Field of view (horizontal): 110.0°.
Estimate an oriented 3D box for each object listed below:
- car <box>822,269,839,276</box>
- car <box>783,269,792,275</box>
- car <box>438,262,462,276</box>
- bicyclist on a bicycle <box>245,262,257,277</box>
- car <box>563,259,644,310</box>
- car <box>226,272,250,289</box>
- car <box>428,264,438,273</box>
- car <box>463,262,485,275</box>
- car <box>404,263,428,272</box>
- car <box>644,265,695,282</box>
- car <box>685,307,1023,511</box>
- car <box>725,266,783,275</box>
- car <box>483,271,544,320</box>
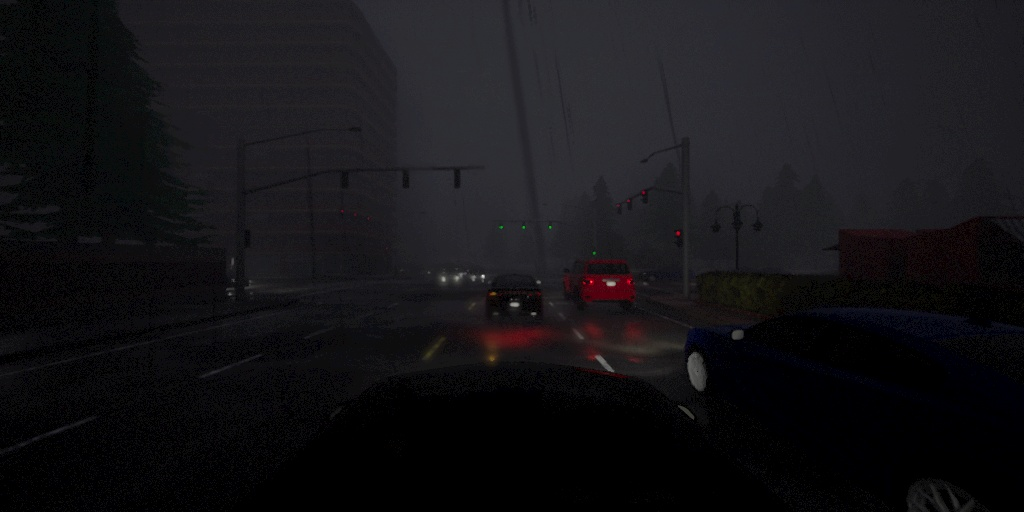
[{"bbox_3d":[29.044,1.626,30.458,4.902,1.511,2.128,0,-1,1],"label":"car"},{"bbox_3d":[23.879,1.699,33.996,4.674,1.442,1.812,0,-1,1],"label":"car"},{"bbox_3d":[-7.905,1.596,45.544,2.097,1.767,4.553,0,-1,-13],"label":"car"},{"bbox_3d":[-28.614,1.527,39.323,0.582,1.620,1.656,0,0,1],"label":"bicyclist on a bicycle"},{"bbox_3d":[3.630,1.134,15.809,2.150,2.045,5.566,0,0,0],"label":"car"},{"bbox_3d":[-20.193,1.529,23.752,5.008,1.535,1.882,0,-1,1],"label":"car"},{"bbox_3d":[-10.706,1.894,54.590,2.033,1.411,5.357,0,-1,-27],"label":"car"},{"bbox_3d":[-5.004,1.849,49.135,1.994,1.385,4.181,0,-1,-18],"label":"car"},{"bbox_3d":[-16.392,1.988,63.001,2.033,1.411,5.357,1,-1,-42],"label":"car"},{"bbox_3d":[14.643,1.651,34.126,5.008,1.535,1.882,0,-1,1],"label":"car"},{"bbox_3d":[3.603,1.249,3.582,1.882,1.535,5.008,0,-1,0],"label":"car"},{"bbox_3d":[19.438,1.681,30.556,5.357,1.411,2.033,0,-1,1],"label":"car"},{"bbox_3d":[0.083,1.360,13.395,1.882,1.535,5.008,0,0,0],"label":"car"}]
